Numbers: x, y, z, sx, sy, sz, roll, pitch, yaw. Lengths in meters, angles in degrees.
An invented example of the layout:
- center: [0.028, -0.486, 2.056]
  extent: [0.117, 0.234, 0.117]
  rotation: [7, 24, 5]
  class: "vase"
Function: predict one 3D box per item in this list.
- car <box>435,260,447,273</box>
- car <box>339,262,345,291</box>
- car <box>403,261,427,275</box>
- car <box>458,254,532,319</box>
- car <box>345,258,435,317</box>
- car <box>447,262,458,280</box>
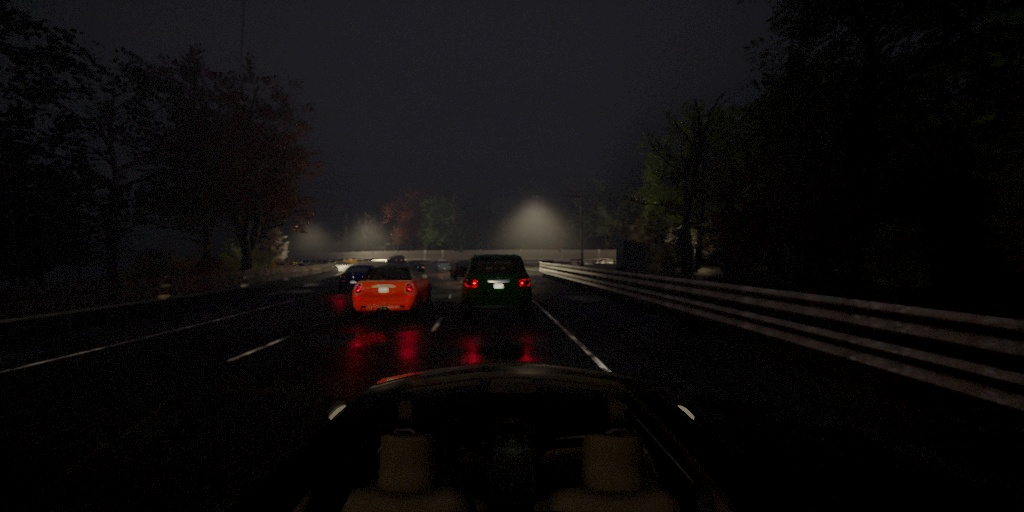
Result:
- center: [-8.726, 1.247, 44.043]
  extent: [1.812, 1.442, 4.674]
  rotation: [0, 0, -22]
  class: "car"
- center: [-9.223, 1.277, 22.063]
  extent: [1.812, 1.442, 4.674]
  rotation: [0, 0, -11]
  class: "car"
- center: [-11.071, 1.280, 40.752]
  extent: [2.033, 1.411, 5.357]
  rotation: [0, 0, -22]
  class: "car"
- center: [-0.670, 0.959, 12.986]
  extent: [2.150, 2.045, 5.566]
  rotation: [0, 0, -6]
  class: "car"
- center: [-4.299, 1.100, 13.445]
  extent: [2.097, 1.767, 4.553]
  rotation: [0, 0, -7]
  class: "car"
- center: [-4.181, 1.203, 30.586]
  extent: [1.882, 1.535, 5.008]
  rotation: [0, 0, -15]
  class: "car"
